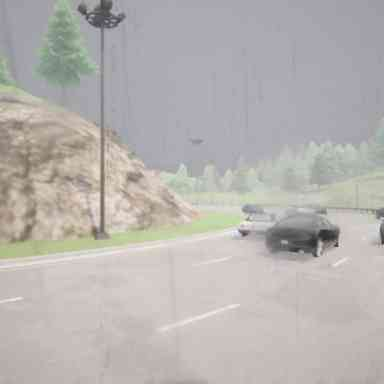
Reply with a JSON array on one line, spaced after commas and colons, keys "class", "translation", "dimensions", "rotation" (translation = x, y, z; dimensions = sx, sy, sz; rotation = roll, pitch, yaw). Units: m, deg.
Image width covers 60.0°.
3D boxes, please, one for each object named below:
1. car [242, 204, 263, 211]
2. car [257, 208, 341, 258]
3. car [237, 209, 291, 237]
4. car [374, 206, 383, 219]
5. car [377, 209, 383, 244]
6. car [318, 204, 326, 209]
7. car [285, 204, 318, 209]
[{"class": "car", "translation": [7.963, 2.231, 44.015], "dimensions": [1.994, 1.385, 4.181], "rotation": [0, -1, -7]}, {"class": "car", "translation": [4.805, 1.681, 13.943], "dimensions": [1.882, 1.535, 5.008], "rotation": [0, -1, 37]}, {"class": "car", "translation": [4.328, 1.894, 19.431], "dimensions": [1.895, 1.301, 4.718], "rotation": [-1, -1, 29]}, {"class": "car", "translation": [18.822, 1.898, 31.089], "dimensions": [2.128, 1.511, 4.902], "rotation": [0, -1, 6]}, {"class": "car", "translation": [10.542, 1.782, 16.646], "dimensions": [1.994, 1.385, 4.181], "rotation": [-1, -1, 29]}, {"class": "car", "translation": [15.286, 2.167, 42.314], "dimensions": [1.994, 1.385, 4.181], "rotation": [0, -1, -6]}, {"class": "car", "translation": [12.225, 2.152, 38.087], "dimensions": [1.895, 1.301, 4.718], "rotation": [0, -1, -3]}]
